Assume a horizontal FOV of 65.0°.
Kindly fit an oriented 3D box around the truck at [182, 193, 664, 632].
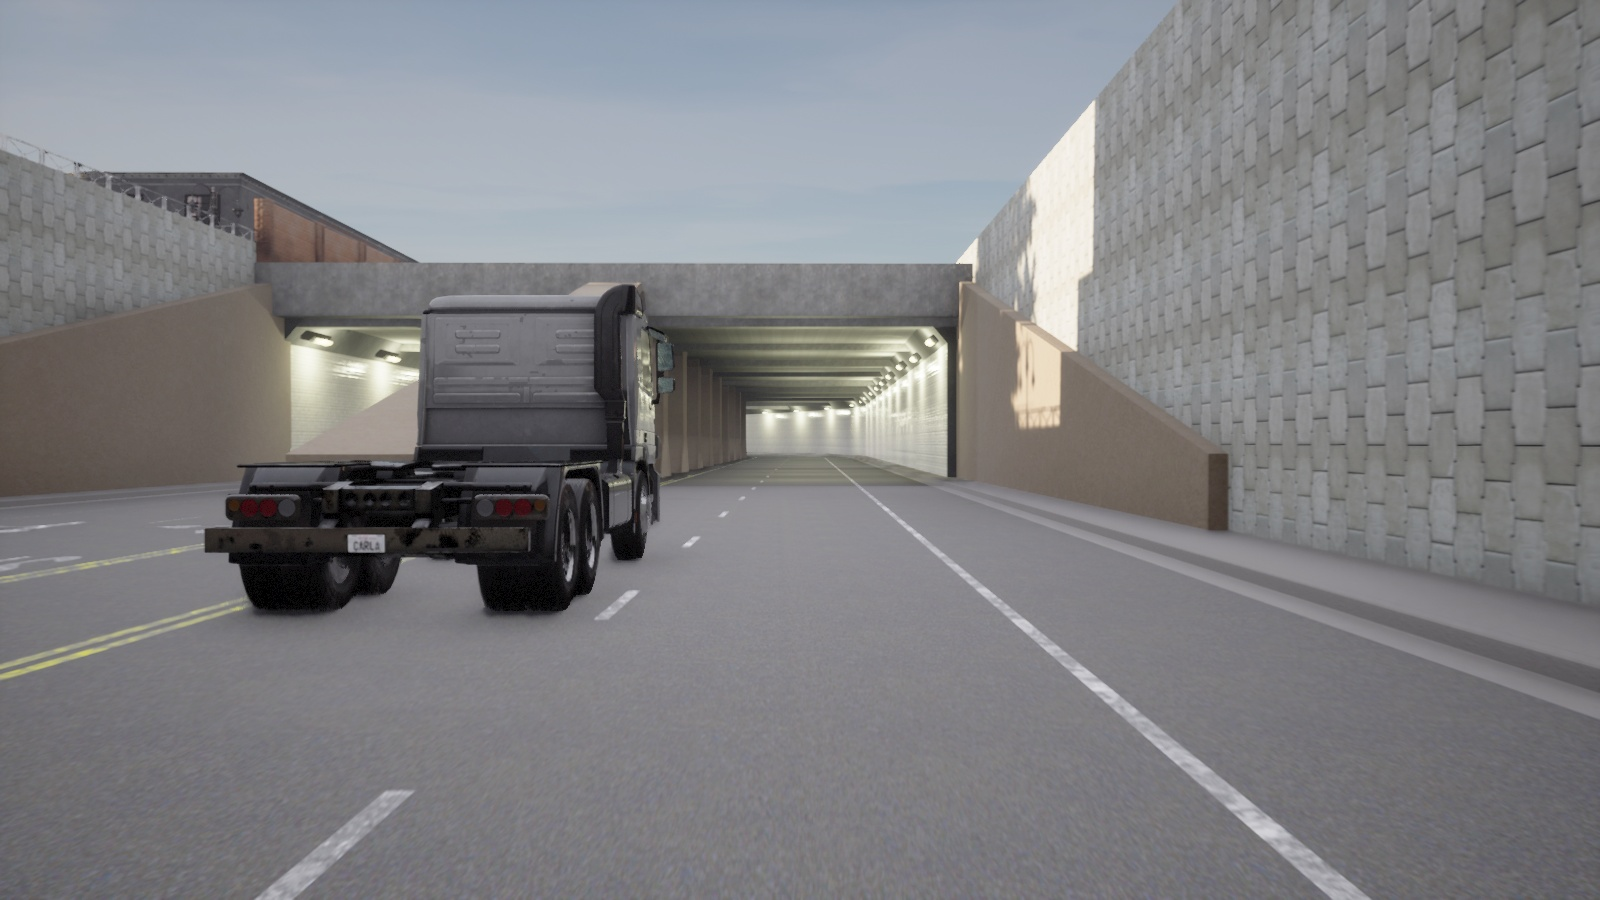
[{"bbox_3d":[-3.406,-0.316,13.873,2.891,3.462,7.936,0,0,0],"label":"truck"}]
